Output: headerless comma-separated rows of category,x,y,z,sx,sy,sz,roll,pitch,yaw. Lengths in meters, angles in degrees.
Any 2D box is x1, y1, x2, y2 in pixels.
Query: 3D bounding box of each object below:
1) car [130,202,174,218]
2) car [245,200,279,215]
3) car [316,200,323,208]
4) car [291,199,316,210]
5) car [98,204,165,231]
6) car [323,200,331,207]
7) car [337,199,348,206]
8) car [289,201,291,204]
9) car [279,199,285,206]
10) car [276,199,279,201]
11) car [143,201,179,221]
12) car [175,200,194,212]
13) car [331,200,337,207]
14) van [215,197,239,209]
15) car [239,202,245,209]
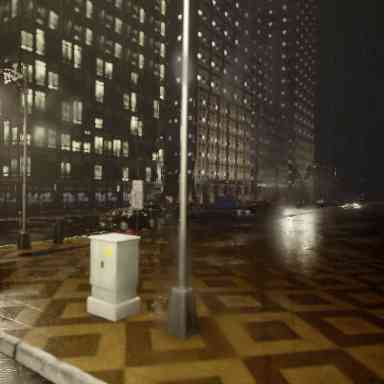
car,-3.902,1.738,32.821,1.994,1.385,4.181,1,0,35
car,8.611,1.999,40.706,1.947,1.339,4.313,1,0,35
car,21.492,2.240,59.238,1.802,1.307,4.206,1,0,35
car,18.272,2.168,54.605,1.947,1.339,4.313,1,0,35
car,-4.164,1.757,22.101,2.008,1.369,4.403,1,0,35
car,24.715,2.154,63.871,1.967,1.590,4.097,1,0,35
car,34.374,2.448,77.771,1.947,1.339,4.313,1,0,35
car,24.273,2.217,77.920,1.947,1.339,4.313,1,0,35
car,17.834,2.121,68.656,1.802,1.307,4.206,1,0,35
car,10.200,1.936,47.602,2.128,1.511,4.902,1,0,35
car,-3.560,1.703,27.773,1.837,1.490,4.892,2,0,35
car,-1.482,1.641,40.864,1.967,1.590,4.097,1,0,35
car,27.933,2.336,68.504,1.947,1.339,4.313,1,0,35
van,4.958,1.656,50.129,1.690,1.788,3.998,1,0,35
car,8.756,1.999,50.877,1.895,1.301,4.718,1,0,35
